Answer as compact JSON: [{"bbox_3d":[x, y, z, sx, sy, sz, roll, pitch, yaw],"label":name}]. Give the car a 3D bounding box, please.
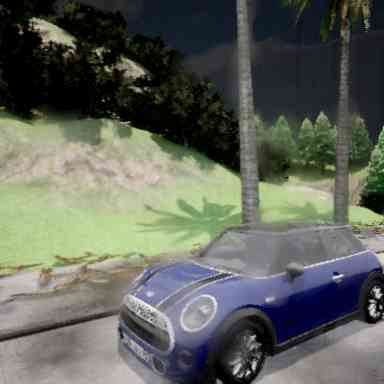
[{"bbox_3d":[1.143,1.325,5.421,4.553,1.767,2.097,-1,0,-35],"label":"car"}]
